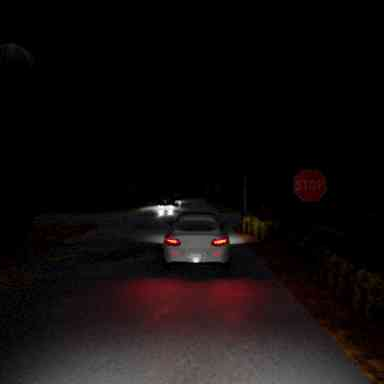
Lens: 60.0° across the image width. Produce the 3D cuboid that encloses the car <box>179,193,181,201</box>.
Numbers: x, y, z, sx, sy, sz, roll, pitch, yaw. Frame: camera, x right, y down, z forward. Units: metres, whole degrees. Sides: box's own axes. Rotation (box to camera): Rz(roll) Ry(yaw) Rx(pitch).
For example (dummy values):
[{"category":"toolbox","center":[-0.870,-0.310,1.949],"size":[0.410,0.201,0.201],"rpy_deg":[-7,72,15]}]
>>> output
[{"category":"car","center":[-2.877,0.818,59.472],"size":[1.812,1.442,4.674],"rpy_deg":[0,0,1]}]

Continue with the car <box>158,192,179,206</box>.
[{"category":"car","center":[-3.025,0.858,40.215],"size":[2.128,1.511,4.902],"rpy_deg":[0,0,0]}]

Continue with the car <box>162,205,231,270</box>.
[{"category":"car","center":[0.167,1.339,10.281],"size":[1.812,1.442,4.674],"rpy_deg":[0,1,2]}]
